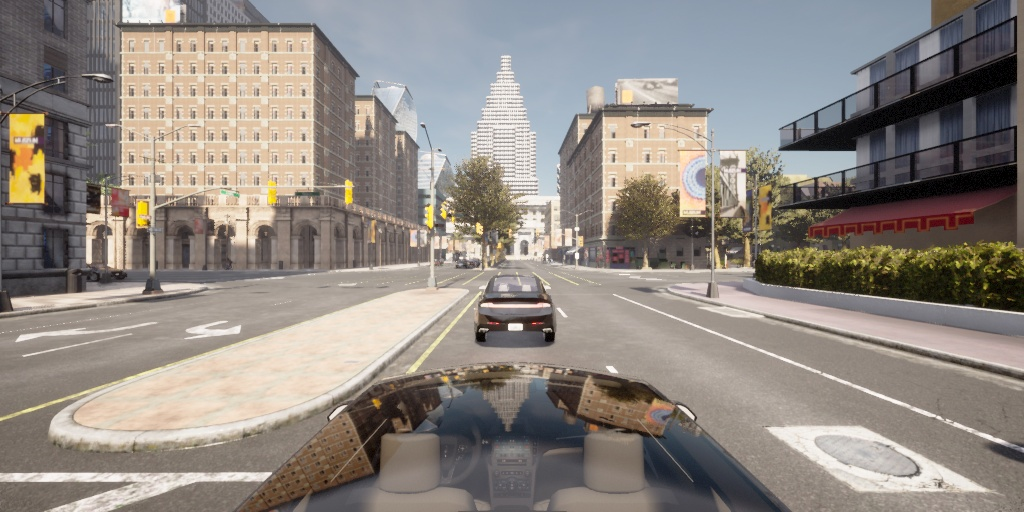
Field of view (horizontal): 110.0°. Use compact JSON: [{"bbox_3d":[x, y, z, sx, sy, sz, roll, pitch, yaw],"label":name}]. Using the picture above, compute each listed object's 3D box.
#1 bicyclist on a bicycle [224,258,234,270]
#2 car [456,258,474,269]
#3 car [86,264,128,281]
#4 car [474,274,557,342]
[{"bbox_3d":[-37.240,1.050,47.167,0.582,1.620,1.656,0,0,0],"label":"bicyclist on a bicycle"},{"bbox_3d":[-8.006,1.241,58.508,2.128,1.511,4.902,0,0,0],"label":"car"},{"bbox_3d":[-34.161,1.314,29.213,4.181,1.385,1.994,0,0,0],"label":"car"},{"bbox_3d":[0.082,1.242,9.759,2.128,1.511,4.902,0,0,0],"label":"car"}]
